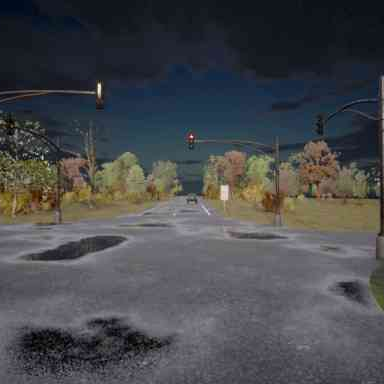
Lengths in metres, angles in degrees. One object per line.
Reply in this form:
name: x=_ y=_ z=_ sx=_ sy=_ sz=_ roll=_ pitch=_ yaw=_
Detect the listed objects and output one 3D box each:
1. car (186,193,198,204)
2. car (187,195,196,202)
car: x=-0.009 y=1.292 z=67.647 sx=2.150 sy=2.045 sz=5.566 roll=0 pitch=0 yaw=0
car: x=-0.011 y=1.465 z=78.038 sx=2.033 sy=1.411 sz=5.357 roll=0 pitch=0 yaw=0
